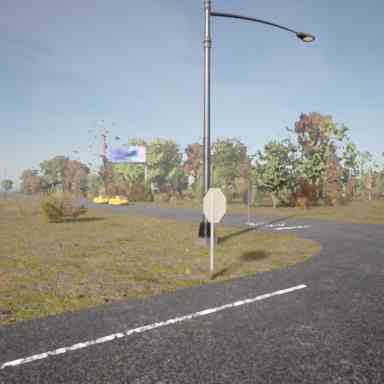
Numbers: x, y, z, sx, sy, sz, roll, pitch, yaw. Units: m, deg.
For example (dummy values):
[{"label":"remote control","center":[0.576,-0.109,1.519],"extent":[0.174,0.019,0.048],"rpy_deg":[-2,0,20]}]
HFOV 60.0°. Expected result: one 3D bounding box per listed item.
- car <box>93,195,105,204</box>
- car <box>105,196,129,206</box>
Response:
[{"label":"car","center":[-16.512,1.368,60.844],"extent":[1.882,1.535,5.008],"rpy_deg":[0,0,-34]},{"label":"car","center":[-11.935,1.383,54.103],"extent":[1.882,1.535,5.008],"rpy_deg":[0,0,-33]}]
